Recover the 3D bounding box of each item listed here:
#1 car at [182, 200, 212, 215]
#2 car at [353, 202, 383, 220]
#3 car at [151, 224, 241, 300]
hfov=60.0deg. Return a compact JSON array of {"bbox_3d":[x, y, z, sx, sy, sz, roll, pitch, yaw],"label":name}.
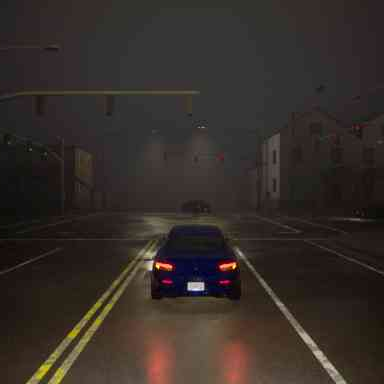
[{"bbox_3d":[0.465,1.506,34.014,1.812,1.442,4.674,0,0,-21],"label":"car"},{"bbox_3d":[15.944,1.564,28.004,4.181,1.385,1.994,0,0,-1],"label":"car"},{"bbox_3d":[0.087,1.526,8.263,1.812,1.442,4.674,0,0,0],"label":"car"}]
